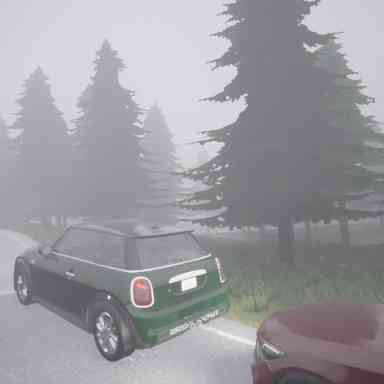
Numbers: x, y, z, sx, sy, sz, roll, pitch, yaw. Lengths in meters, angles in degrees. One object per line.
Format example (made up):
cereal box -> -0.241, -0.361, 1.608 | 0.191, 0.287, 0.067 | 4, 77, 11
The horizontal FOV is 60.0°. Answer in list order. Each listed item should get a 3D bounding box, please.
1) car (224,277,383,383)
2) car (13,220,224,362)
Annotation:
car -> 2.760, 1.532, 2.589 | 4.674, 1.442, 1.812 | 1, 0, 36
car -> -1.573, 1.309, 6.205 | 4.553, 1.767, 2.097 | 1, 1, 44
